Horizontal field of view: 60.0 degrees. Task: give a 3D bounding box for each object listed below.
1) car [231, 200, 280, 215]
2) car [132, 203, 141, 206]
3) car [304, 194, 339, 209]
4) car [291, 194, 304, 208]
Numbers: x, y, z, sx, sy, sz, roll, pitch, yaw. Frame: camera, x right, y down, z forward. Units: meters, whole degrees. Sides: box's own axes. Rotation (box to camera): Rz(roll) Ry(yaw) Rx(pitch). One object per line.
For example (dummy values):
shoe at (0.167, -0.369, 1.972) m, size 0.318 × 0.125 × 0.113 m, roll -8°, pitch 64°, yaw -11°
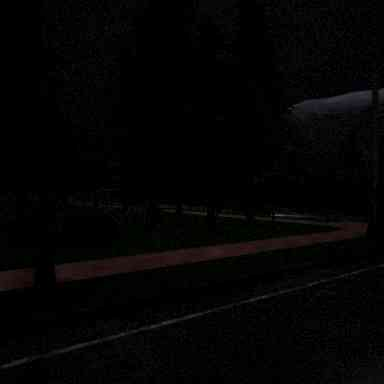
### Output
car at (6.453, 1.533, 34.429) m, size 2.033 × 1.411 × 5.357 m, roll 0°, pitch 0°, yaw -37°
car at (-7.845, 1.550, 53.264) m, size 1.994 × 1.385 × 4.181 m, roll 0°, pitch 0°, yaw -40°
car at (16.764, 1.159, 42.243) m, size 4.605 × 1.855 × 1.932 m, roll 0°, pitch 0°, yaw -37°
car at (14.947, 1.161, 44.024) m, size 3.866 × 1.878 × 1.905 m, roll 0°, pitch 0°, yaw -37°
